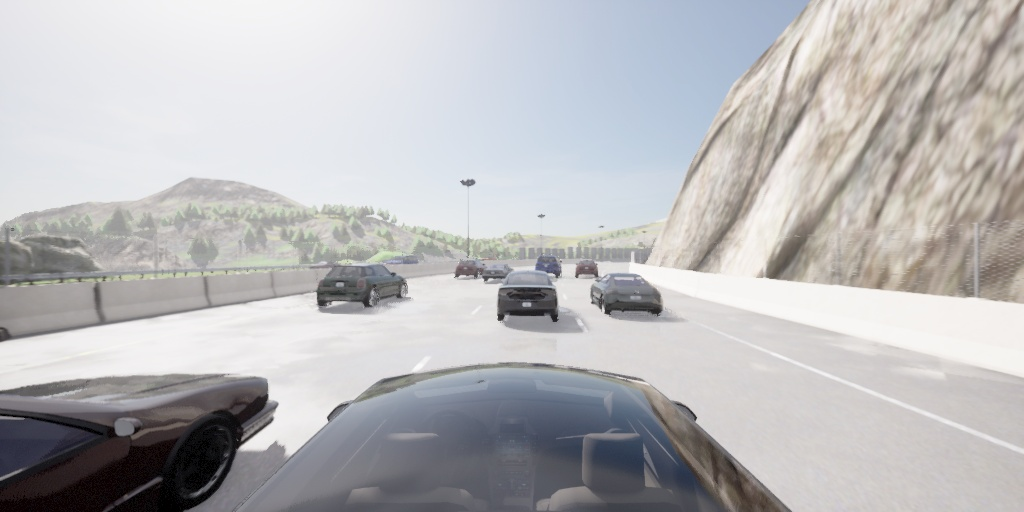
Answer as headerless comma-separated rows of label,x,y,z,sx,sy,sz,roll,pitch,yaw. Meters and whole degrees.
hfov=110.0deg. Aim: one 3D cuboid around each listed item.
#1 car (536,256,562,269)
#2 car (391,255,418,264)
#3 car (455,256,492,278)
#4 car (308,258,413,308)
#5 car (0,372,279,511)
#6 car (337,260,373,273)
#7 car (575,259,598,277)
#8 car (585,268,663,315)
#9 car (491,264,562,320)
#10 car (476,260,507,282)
car,3.526,0.981,34.209,2.150,2.045,5.566,0,0,11
car,-12.934,0.941,41.701,2.150,2.045,5.566,0,0,13
car,-3.703,1.093,33.549,2.097,1.767,4.553,0,0,11
car,-6.199,1.087,15.374,2.097,1.767,4.553,0,0,5
car,-3.369,1.289,1.250,2.033,1.411,5.357,0,0,0
car,-19.436,1.267,44.562,1.994,1.385,4.181,0,0,14
car,7.321,1.120,35.128,2.097,1.767,4.553,0,0,12
car,4.180,1.324,13.672,1.994,1.385,4.181,0,0,4
car,0.587,1.229,12.659,1.882,1.535,5.008,0,0,4
car,-1.009,1.295,29.028,2.033,1.411,5.357,0,0,10
